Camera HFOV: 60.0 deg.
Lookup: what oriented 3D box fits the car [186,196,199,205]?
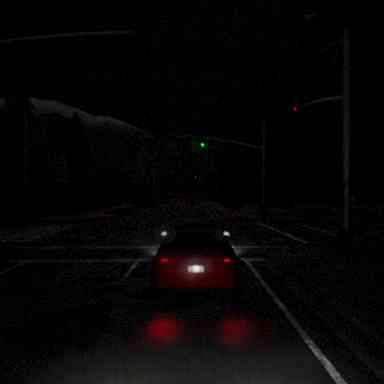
[{"bbox_3d":[0.101,1.399,56.711,1.812,1.442,4.674,0,0,0],"label":"car"}]

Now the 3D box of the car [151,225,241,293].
[{"bbox_3d":[0.090,1.544,8.826,1.994,1.385,4.181,0,0,0],"label":"car"}]
